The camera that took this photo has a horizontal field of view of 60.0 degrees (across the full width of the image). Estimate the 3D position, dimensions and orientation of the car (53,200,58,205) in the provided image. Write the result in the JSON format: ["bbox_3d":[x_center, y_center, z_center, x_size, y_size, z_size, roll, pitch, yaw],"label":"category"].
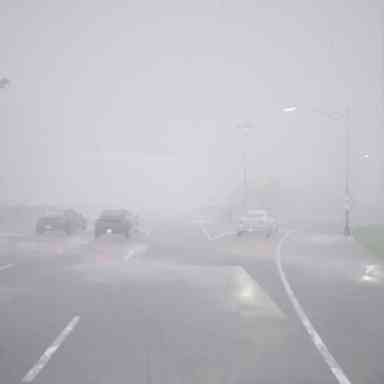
[{"bbox_3d":[-33.929,2.853,80.811,2.150,2.045,5.566,0,-2,-1],"label":"car"}]

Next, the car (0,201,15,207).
[{"bbox_3d":[-29.669,2.143,50.524,2.128,1.511,4.902,0,-2,-1],"label":"car"}]

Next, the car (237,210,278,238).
[{"bbox_3d":[3.936,1.795,19.675,1.812,1.442,4.674,-1,-1,21],"label":"car"}]

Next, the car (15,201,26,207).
[{"bbox_3d":[-33.507,2.542,64.490,1.837,1.490,4.892,0,-2,-1],"label":"car"}]

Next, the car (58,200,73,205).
[{"bbox_3d":[-30.462,3.239,82.034,2.033,1.411,5.357,0,-2,-1],"label":"car"}]

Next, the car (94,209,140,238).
[{"bbox_3d":[-4.193,1.717,18.957,1.837,1.490,4.892,1,-1,-2],"label":"car"}]

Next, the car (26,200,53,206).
[{"bbox_3d":[-30.039,2.648,65.751,2.033,1.411,5.357,0,-2,-1],"label":"car"}]

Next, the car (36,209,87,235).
[{"bbox_3d":[-7.724,1.719,19.982,1.812,1.442,4.674,1,-1,-2],"label":"car"}]
